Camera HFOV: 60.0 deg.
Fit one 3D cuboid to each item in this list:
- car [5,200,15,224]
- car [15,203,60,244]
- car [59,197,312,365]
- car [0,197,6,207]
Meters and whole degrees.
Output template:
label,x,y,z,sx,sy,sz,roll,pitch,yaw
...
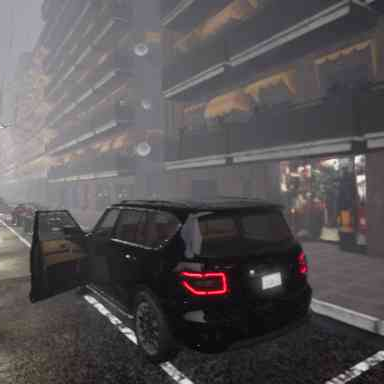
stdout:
label,x,y,z,sx,sy,sz,roll,pitch,yaw
car,-10.412,1.375,21.200,1.887,1.381,4.507,-2,1,-34
car,-7.264,1.398,16.531,2.008,1.369,4.403,-2,1,-34
car,-0.577,1.114,6.070,2.150,2.045,5.566,-2,1,-34
car,-23.004,1.362,39.869,1.802,1.307,4.206,-2,1,-34
